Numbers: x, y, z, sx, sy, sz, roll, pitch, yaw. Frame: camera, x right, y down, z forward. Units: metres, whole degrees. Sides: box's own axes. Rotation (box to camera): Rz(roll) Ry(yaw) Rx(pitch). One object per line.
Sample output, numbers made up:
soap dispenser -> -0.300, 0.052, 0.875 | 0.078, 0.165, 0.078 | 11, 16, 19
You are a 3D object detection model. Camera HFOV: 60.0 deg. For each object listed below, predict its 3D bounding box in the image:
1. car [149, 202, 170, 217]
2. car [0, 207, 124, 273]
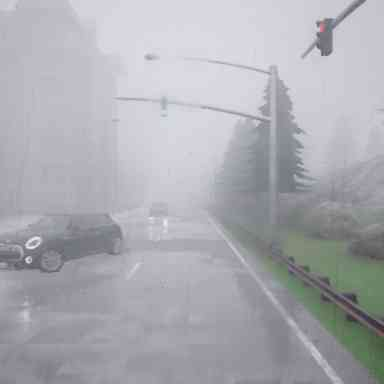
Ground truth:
car -> -3.479, 1.839, 35.940 | 1.837, 1.490, 4.892 | 0, 0, 0
car -> -4.326, 1.448, 11.231 | 2.097, 1.767, 4.553 | -1, -1, 24
